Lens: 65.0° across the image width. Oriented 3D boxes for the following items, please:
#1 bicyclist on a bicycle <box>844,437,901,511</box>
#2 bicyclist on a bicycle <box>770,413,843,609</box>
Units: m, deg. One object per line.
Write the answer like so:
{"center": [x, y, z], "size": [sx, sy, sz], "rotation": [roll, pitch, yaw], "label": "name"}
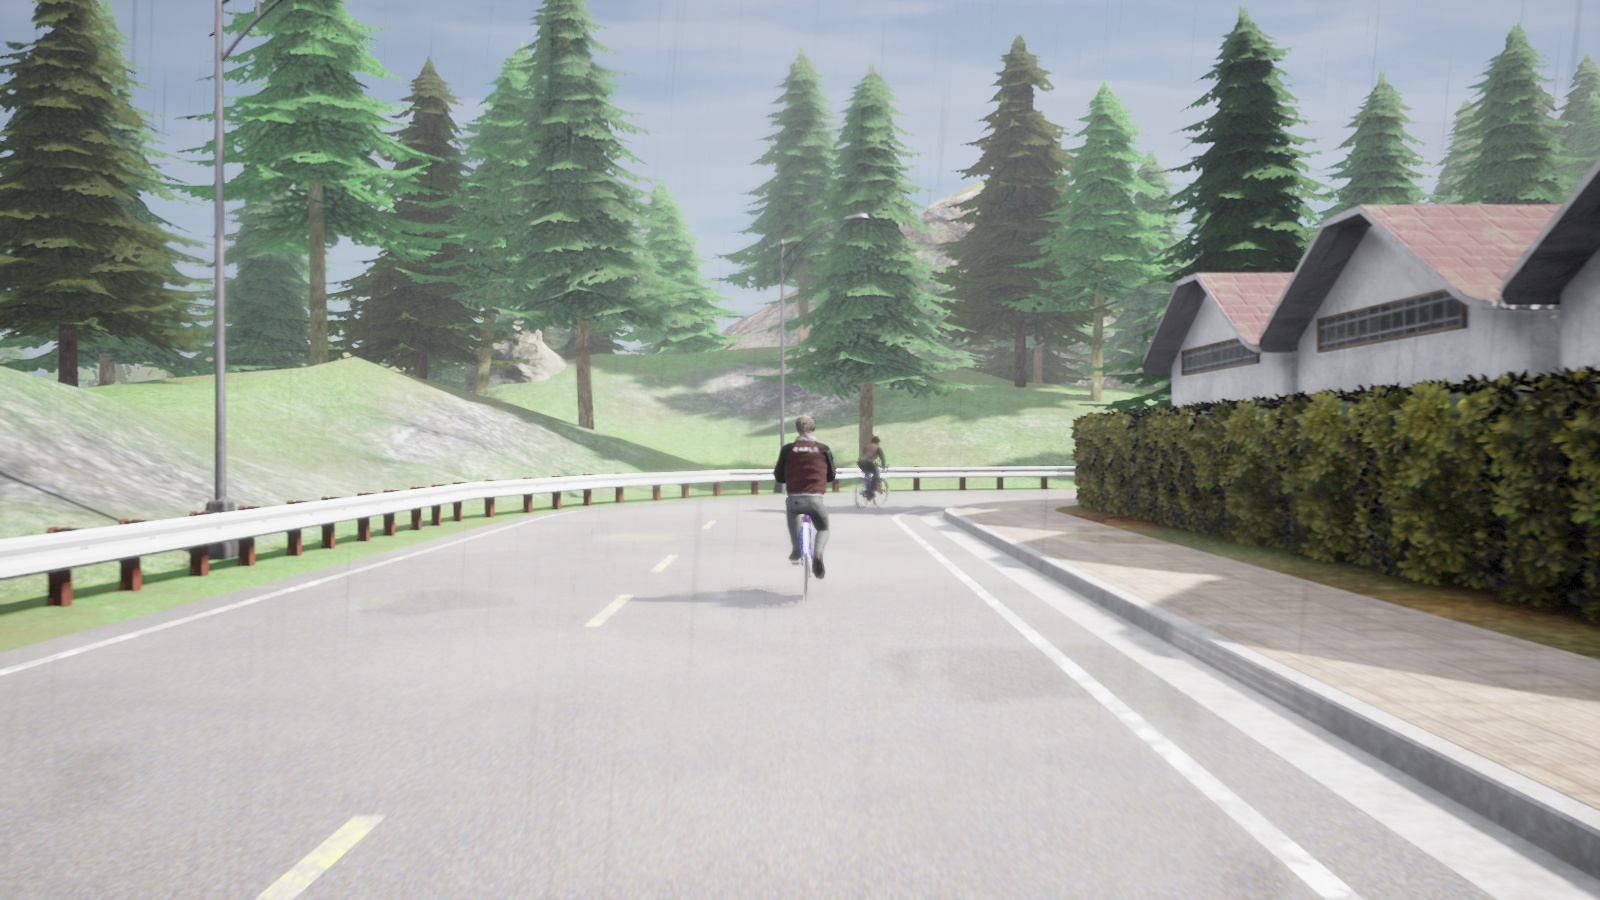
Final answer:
{"center": [1.657, 0.529, 28.395], "size": [0.582, 1.620, 1.656], "rotation": [2, 1, 29], "label": "bicyclist on a bicycle"}
{"center": [0.060, 0.548, 12.315], "size": [0.659, 1.776, 1.843], "rotation": [0, 1, 0], "label": "bicyclist on a bicycle"}
